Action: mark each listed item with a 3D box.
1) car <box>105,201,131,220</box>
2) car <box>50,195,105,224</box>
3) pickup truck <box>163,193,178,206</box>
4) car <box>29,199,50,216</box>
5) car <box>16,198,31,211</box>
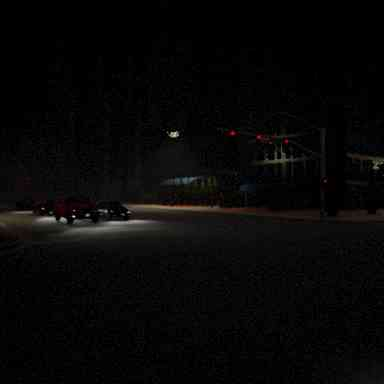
[{"bbox_3d":[-7.039,1.590,28.994,1.837,1.490,4.892,1,0,-36],"label":"car"},{"bbox_3d":[-8.986,1.280,25.725,2.150,2.045,5.566,1,0,-36],"label":"car"},{"bbox_3d":[-3.802,1.296,58.893,2.390,2.098,6.274,0,0,-6],"label":"pickup truck"},{"bbox_3d":[-14.789,1.660,33.687,1.895,1.301,4.718,1,0,-36],"label":"car"},{"bbox_3d":[-20.929,1.536,42.142,1.882,1.535,5.008,1,-1,-36],"label":"car"}]
